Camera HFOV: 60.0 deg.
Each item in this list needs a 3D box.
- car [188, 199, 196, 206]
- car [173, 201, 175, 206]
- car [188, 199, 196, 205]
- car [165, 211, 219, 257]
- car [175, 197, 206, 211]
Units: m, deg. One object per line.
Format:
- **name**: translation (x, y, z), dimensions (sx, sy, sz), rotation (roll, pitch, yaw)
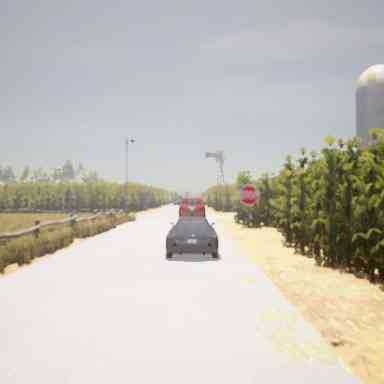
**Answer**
- **car**: translation (0.010, 2.537, 79.246), dimensions (1.882, 1.535, 5.008), rotation (0, -1, 0)
- **car**: translation (-3.091, 2.398, 71.988), dimensions (1.994, 1.385, 4.181), rotation (0, -2, 0)
- **car**: translation (0.012, 2.699, 89.662), dimensions (1.994, 1.385, 4.181), rotation (0, -1, 0)
- **car**: translation (0.025, 1.679, 13.489), dimensions (1.994, 1.385, 4.181), rotation (0, 0, 1)
- **car**: translation (0.013, 1.420, 27.576), dimensions (2.150, 2.045, 5.566), rotation (0, 0, 0)
